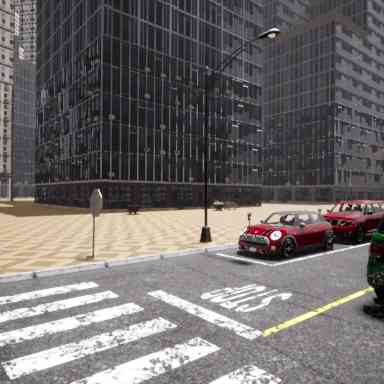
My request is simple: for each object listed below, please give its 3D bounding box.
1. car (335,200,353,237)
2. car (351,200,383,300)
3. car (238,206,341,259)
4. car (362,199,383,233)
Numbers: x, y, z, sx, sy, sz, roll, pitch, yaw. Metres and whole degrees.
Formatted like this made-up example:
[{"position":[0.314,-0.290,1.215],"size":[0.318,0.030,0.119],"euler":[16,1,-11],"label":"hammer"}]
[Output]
[{"position":[8.010,1.335,16.278],"size":[5.009,1.841,2.192],"euler":[0,0,-39],"label":"car"},{"position":[5.873,1.231,7.199],"size":[5.566,2.045,2.150],"euler":[0,0,-39],"label":"car"},{"position":[3.635,1.454,12.708],"size":[4.097,1.590,1.967],"euler":[0,0,-39],"label":"car"},{"position":[12.385,1.341,19.849],"size":[5.009,1.841,2.192],"euler":[0,0,-39],"label":"car"}]
